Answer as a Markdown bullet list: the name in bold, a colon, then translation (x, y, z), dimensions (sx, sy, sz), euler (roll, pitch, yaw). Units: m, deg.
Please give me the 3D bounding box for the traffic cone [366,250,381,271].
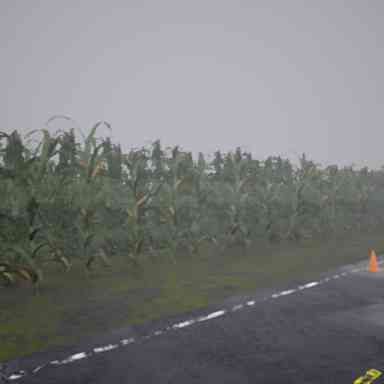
- **traffic cone**: translation (5.464, 2.048, 10.027), dimensions (0.340, 0.580, 0.340), euler (1, -1, -40)
